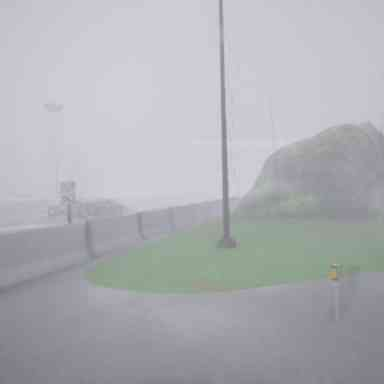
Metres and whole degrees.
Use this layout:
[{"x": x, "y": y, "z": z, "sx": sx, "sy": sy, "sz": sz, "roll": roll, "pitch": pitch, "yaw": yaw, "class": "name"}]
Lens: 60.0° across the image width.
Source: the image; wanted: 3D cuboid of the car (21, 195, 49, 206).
[{"x": -23.787, "y": 1.517, "z": 52.682, "sx": 2.033, "sy": 1.411, "sz": 5.357, "roll": -1, "pitch": 0, "yaw": 19, "class": "car"}]

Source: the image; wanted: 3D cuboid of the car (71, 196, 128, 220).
[{"x": -6.725, "y": 1.277, "z": 25.591, "sx": 1.837, "sy": 1.490, "sz": 4.892, "roll": -1, "pitch": 0, "yaw": 18, "class": "car"}]

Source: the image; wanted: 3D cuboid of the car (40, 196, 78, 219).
[{"x": -9.839, "y": 1.349, "z": 27.328, "sx": 1.812, "sy": 1.442, "sz": 4.674, "roll": -1, "pitch": 0, "yaw": 18, "class": "car"}]

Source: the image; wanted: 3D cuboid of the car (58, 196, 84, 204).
[{"x": -23.516, "y": 1.482, "z": 64.692, "sx": 2.128, "sy": 1.511, "sz": 4.902, "roll": -1, "pitch": 0, "yaw": 18, "class": "car"}]

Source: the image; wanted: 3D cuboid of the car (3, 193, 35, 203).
[{"x": -27.309, "y": 1.254, "z": 53.139, "sx": 2.150, "sy": 2.045, "sz": 5.566, "roll": -1, "pitch": 0, "yaw": 19, "class": "car"}]

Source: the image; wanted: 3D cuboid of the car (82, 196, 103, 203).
[{"x": -19.542, "y": 1.477, "z": 65.586, "sx": 1.994, "sy": 1.385, "sz": 4.181, "roll": -1, "pitch": 0, "yaw": 18, "class": "car"}]
